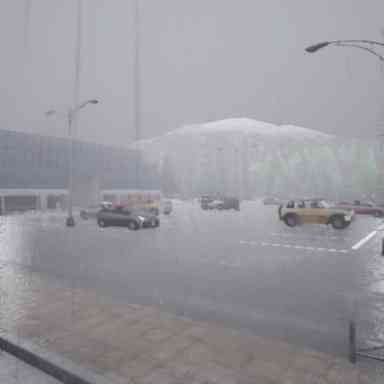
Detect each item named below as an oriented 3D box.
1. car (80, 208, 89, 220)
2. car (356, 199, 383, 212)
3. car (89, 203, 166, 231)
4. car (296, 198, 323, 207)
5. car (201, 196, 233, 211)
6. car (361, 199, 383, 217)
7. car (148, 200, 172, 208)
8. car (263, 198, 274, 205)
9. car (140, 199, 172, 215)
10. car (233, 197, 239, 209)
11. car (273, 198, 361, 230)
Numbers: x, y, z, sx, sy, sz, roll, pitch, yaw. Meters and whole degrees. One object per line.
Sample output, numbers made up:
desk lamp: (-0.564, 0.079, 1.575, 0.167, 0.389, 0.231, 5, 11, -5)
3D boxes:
car: (-7.840, 1.645, 28.573, 3.806, 1.475, 1.970, -1, 0, 35)
car: (21.570, 1.561, 39.263, 3.633, 1.501, 1.845, -1, 0, 35)
car: (-4.207, 1.643, 21.509, 4.514, 1.523, 2.007, -1, 0, 35)
car: (19.538, 1.733, 55.403, 3.806, 1.475, 1.970, -1, 0, 35)
car: (3.003, 1.494, 44.436, 3.866, 1.878, 1.905, -1, 0, 35)
car: (15.757, 1.540, 31.135, 4.514, 1.523, 2.007, -1, 0, 35)
car: (-5.953, 2.173, 62.338, 1.895, 1.301, 4.718, -1, 0, 35)
car: (15.207, 1.794, 62.125, 3.633, 1.501, 1.845, -1, 0, 35)
car: (-4.394, 1.570, 33.997, 5.027, 1.636, 2.152, -1, 0, 35)
car: (4.347, 1.518, 47.045, 4.605, 1.855, 1.932, -1, 0, 35)
car: (7.972, 1.345, 21.385, 4.605, 1.855, 1.932, -1, 0, 35)
